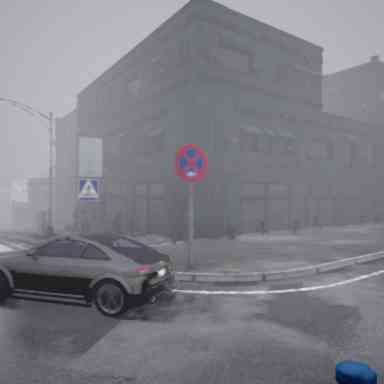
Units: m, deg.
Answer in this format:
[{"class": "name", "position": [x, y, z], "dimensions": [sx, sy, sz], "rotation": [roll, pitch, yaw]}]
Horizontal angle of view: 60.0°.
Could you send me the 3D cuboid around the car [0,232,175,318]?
[{"class": "car", "position": [-2.492, 1.590, 7.254], "dimensions": [4.181, 1.385, 1.994], "rotation": [-1, -1, 18]}]
